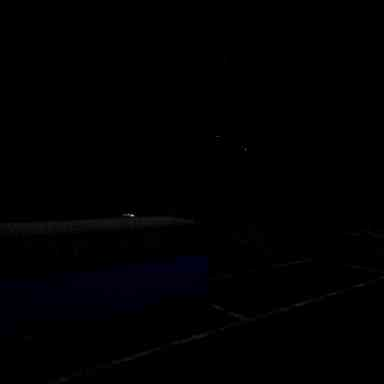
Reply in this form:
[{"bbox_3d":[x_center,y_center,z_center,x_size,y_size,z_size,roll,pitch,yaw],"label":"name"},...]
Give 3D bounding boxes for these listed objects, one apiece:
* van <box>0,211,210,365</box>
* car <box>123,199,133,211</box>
[{"bbox_3d":[-1.585,1.339,5.520,3.998,1.788,1.690,0,0,-36],"label":"van"},{"bbox_3d":[-10.439,1.965,47.744,2.150,2.045,5.566,0,-1,-35],"label":"car"}]
